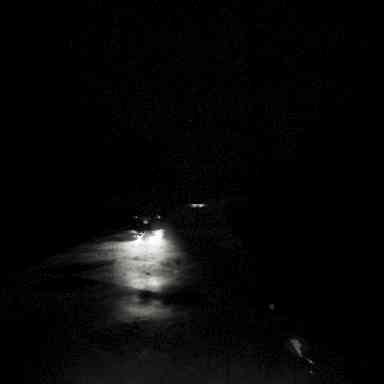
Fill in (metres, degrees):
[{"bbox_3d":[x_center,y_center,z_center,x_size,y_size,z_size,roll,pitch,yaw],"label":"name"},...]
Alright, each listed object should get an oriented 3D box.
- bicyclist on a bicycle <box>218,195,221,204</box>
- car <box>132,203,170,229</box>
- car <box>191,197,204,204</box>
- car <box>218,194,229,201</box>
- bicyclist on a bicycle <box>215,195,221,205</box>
[{"bbox_3d":[5.485,1.464,66.464,0.582,1.620,1.656,0,0,8],"label":"bicyclist on a bicycle"},{"bbox_3d":[-2.542,1.463,21.512,2.128,1.511,4.902,0,0,3],"label":"car"},{"bbox_3d":[1.104,1.568,62.686,1.994,1.385,4.181,0,0,8],"label":"car"},{"bbox_3d":[7.417,1.438,84.408,2.033,1.411,5.357,0,0,10],"label":"car"},{"bbox_3d":[4.342,1.455,57.579,0.582,1.620,1.656,0,0,7],"label":"bicyclist on a bicycle"}]
